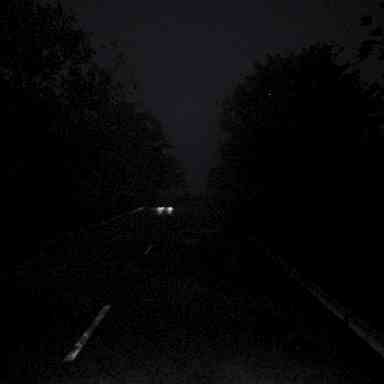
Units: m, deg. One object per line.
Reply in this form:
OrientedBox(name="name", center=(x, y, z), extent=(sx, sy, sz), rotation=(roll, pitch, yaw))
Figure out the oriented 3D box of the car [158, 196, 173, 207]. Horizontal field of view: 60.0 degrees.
OrientedBox(name="car", center=(-3.419, 1.255, 43.994), extent=(2.033, 1.411, 5.357), rotation=(0, 0, -1))
